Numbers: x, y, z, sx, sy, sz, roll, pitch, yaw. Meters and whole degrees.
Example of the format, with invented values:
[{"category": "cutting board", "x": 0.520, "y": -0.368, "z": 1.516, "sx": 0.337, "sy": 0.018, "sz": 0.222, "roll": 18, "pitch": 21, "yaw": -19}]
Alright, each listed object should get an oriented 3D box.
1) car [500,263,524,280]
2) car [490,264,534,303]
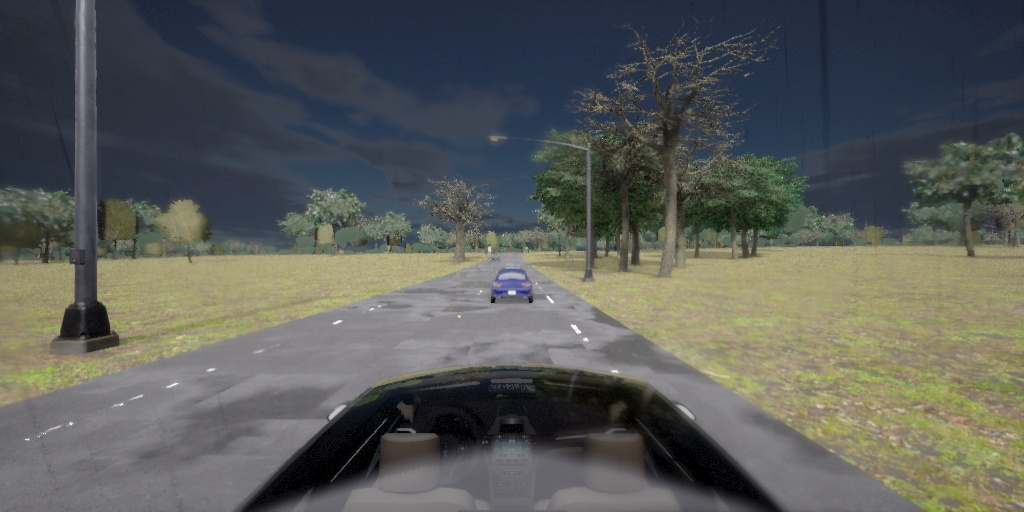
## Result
[{"category": "car", "x": 0.000, "y": 1.331, "z": 31.529, "sx": 1.895, "sy": 1.301, "sz": 4.718, "roll": 0, "pitch": 0, "yaw": 0}, {"category": "car", "x": 0.000, "y": 1.285, "z": 16.501, "sx": 1.812, "sy": 1.442, "sz": 4.674, "roll": 0, "pitch": 0, "yaw": 0}]
